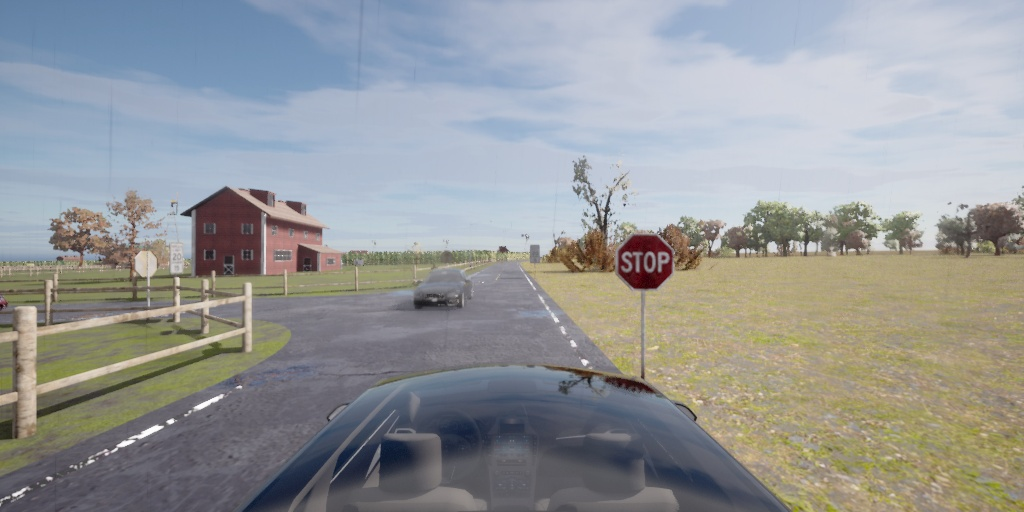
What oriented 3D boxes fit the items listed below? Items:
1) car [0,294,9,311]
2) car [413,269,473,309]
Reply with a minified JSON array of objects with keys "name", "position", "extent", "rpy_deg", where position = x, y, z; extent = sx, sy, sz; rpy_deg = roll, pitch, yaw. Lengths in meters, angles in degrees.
[{"name":"car","position":[-21.827,1.625,13.071],"extent":[4.674,1.442,1.812],"rpy_deg":[-1,0,-7]},{"name":"car","position":[-2.752,1.327,15.149],"extent":[1.837,1.490,4.892],"rpy_deg":[-1,0,0]}]
